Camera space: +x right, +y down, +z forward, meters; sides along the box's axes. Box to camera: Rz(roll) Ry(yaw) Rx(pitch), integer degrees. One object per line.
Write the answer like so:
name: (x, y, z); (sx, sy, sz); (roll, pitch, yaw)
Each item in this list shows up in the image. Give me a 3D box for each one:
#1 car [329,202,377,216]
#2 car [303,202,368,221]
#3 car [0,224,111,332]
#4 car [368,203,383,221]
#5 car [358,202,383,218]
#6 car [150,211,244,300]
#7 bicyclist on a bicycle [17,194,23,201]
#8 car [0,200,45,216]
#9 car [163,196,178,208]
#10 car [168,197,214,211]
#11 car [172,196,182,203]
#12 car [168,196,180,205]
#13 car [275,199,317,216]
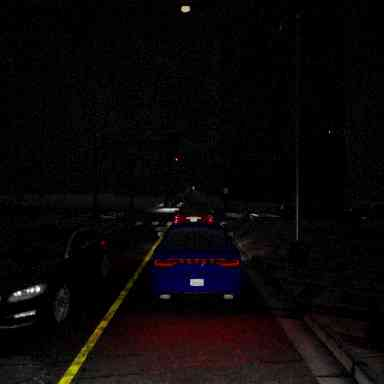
car: (17.762, 1.841, 36.835); (4.403, 1.369, 2.008); (1, -1, 0)
car: (12.116, 1.774, 28.307); (4.313, 1.339, 1.947); (1, -1, 0)
car: (-3.106, 1.492, 7.141); (2.128, 1.511, 4.902); (0, 0, 0)
car: (17.929, 1.823, 28.311); (4.829, 1.417, 1.752); (1, -1, 0)
car: (19.896, 1.851, 34.163); (4.674, 1.442, 1.812); (1, 0, 0)
car: (0.095, 1.477, 8.461); (1.882, 1.535, 5.008); (0, 0, 0)
bicyclist on a bicycle: (-20.523, 1.029, 39.675); (0.582, 1.620, 1.656); (1, 0, 0)
car: (-14.792, 1.366, 28.194); (4.403, 1.369, 2.008); (1, -1, 0)
car: (-3.138, 1.490, 48.744); (2.128, 1.511, 4.902); (0, 0, -2)
car: (0.108, 1.351, 17.615); (2.097, 1.767, 4.553); (0, 0, 1)
car: (-3.054, 1.595, 69.996); (1.895, 1.301, 4.718); (0, 0, 0)
car: (-3.123, 1.503, 58.982); (1.837, 1.490, 4.892); (0, 0, 0)
car: (10.930, 1.538, 34.155); (4.553, 1.767, 2.097); (1, 0, 0)
